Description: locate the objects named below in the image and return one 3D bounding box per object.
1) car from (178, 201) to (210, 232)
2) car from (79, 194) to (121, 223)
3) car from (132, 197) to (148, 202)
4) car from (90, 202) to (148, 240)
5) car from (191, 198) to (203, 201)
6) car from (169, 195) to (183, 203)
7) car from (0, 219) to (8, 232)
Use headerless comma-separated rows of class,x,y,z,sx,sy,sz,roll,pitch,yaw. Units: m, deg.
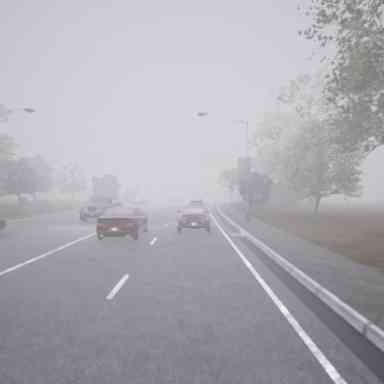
car,0.111,1.525,19.967,1.812,1.442,4.674,0,0,0
car,-7.032,1.221,26.179,2.150,2.045,5.566,0,0,1
car,-8.756,1.518,56.455,1.812,1.442,4.674,0,0,7
car,-3.409,1.477,17.030,1.882,1.535,5.008,0,0,0
car,0.611,1.491,40.977,2.128,1.511,4.902,0,0,3
car,-3.288,1.349,68.400,2.097,1.767,4.553,0,0,12
car,-10.594,1.599,15.193,1.895,1.301,4.718,0,0,0
